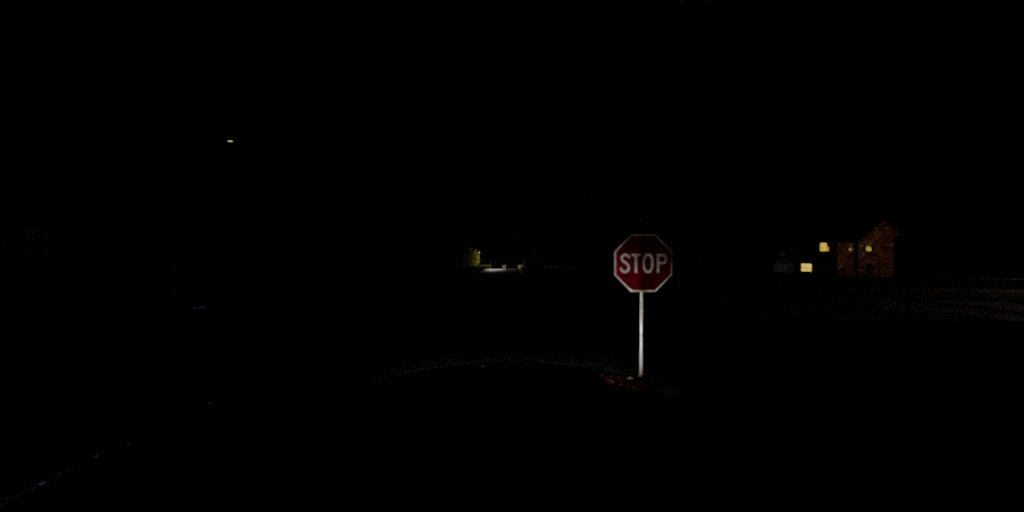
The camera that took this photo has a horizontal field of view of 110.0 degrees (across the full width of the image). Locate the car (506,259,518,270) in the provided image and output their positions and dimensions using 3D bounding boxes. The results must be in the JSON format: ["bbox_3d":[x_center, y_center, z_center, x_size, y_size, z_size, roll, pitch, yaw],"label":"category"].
[{"bbox_3d":[-0.021,1.617,61.669,1.994,1.385,4.181,0,0,0],"label":"car"}]
